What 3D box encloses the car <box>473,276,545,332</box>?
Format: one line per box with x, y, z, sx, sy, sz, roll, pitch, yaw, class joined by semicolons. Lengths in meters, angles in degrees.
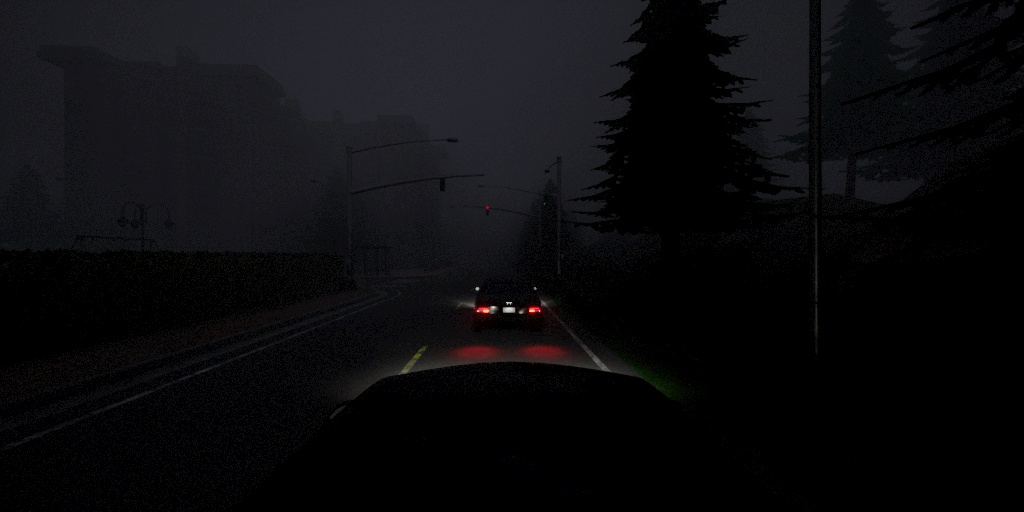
-0.158;1.297;10.817;2.033;1.411;5.357;0;0;-2;car
